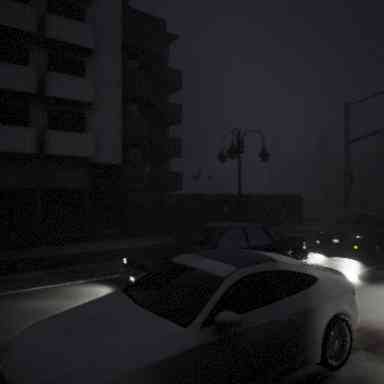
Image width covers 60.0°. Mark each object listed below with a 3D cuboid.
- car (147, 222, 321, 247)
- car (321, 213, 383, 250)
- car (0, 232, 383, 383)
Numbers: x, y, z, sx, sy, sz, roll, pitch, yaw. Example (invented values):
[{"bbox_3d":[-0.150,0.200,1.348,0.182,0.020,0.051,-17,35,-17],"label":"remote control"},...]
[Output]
[{"bbox_3d":[0.862,1.542,8.873,5.357,1.411,2.033,0,0,-35],"label":"car"},{"bbox_3d":[6.724,1.550,12.958,4.181,1.385,1.994,0,0,-35],"label":"car"},{"bbox_3d":[0.268,1.523,4.152,4.674,1.442,1.812,0,0,-35],"label":"car"}]
